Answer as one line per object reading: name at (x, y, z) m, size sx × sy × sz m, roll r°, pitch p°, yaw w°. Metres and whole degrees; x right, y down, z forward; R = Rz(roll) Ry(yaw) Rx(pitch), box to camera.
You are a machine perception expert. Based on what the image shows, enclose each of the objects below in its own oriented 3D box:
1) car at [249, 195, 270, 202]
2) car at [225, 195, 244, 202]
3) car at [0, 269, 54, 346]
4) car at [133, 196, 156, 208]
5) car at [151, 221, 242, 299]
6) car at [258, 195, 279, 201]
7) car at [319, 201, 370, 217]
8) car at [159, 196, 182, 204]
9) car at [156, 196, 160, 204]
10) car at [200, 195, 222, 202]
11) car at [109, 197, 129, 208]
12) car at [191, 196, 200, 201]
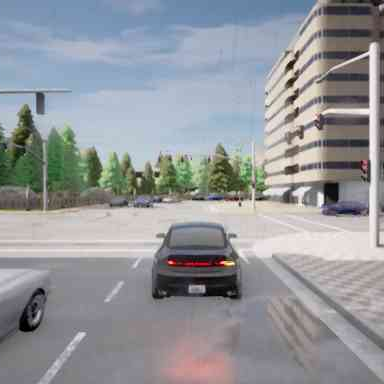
car at (15.183, 1.513, 74.837) m, size 4.718 × 1.301 × 1.895 m, roll 0°, pitch 0°, yaw -33°
car at (9.710, 1.395, 75.108) m, size 5.008 × 1.535 × 1.882 m, roll 0°, pitch 0°, yaw -41°
car at (-3.426, 1.596, 3.869) m, size 1.895 × 1.301 × 4.718 m, roll 0°, pitch 0°, yaw 0°
car at (-6.757, 1.302, 46.478) m, size 2.097 × 1.767 × 4.553 m, roll 0°, pitch 0°, yaw 3°
car at (0.116, 1.495, 8.390) m, size 1.837 × 1.490 × 4.892 m, roll 0°, pitch 0°, yaw 1°
car at (18.507, 1.411, 80.624) m, size 4.892 × 1.490 × 1.837 m, roll 0°, pitch 0°, yaw -22°
car at (14.278, 1.547, 31.059) m, size 4.674 × 1.442 × 1.812 m, roll 0°, pitch 0°, yaw 0°
car at (-3.734, 1.532, 62.212) m, size 1.895 × 1.301 × 4.718 m, roll 0°, pitch 0°, yaw 23°
car at (-6.602, 1.477, 64.392) m, size 2.033 × 1.411 × 5.357 m, roll 0°, pitch 0°, yaw 23°
car at (4.726, 1.394, 75.238) m, size 1.882 × 1.535 × 5.008 m, roll 0°, pitch 0°, yaw 42°
car at (-10.229, 1.454, 46.654) m, size 1.837 × 1.490 × 4.892 m, roll 0°, pitch 0°, yaw 3°
car at (1.844, 1.508, 77.271) m, size 1.895 × 1.301 × 4.718 m, roll 0°, pitch 0°, yaw 42°
